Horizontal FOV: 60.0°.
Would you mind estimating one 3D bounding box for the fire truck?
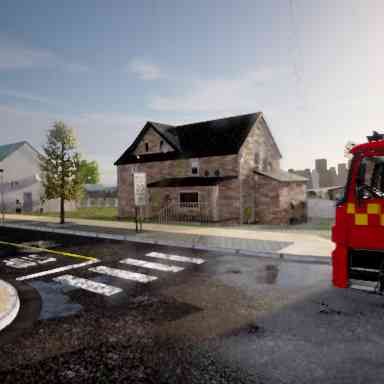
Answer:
[{"bbox_3d":[7.006,0.331,5.413,8.468,3.827,2.891,-1,-1,37],"label":"fire truck"}]
